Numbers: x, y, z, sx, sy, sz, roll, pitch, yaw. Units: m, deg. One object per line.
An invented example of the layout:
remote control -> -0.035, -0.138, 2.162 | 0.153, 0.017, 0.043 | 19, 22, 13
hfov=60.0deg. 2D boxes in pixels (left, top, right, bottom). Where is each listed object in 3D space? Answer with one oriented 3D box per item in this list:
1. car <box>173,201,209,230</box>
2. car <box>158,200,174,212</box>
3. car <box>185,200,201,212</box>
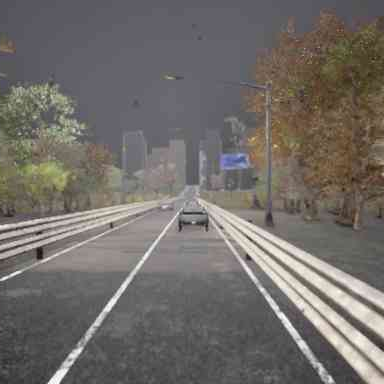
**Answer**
car -> 0.094, 1.573, 21.446 | 2.128, 1.511, 4.902 | 0, 0, 0
car -> -3.347, 1.757, 43.321 | 2.128, 1.511, 4.902 | 0, -1, 0
car -> 0.089, 1.825, 42.907 | 1.994, 1.385, 4.181 | 0, 0, 0
